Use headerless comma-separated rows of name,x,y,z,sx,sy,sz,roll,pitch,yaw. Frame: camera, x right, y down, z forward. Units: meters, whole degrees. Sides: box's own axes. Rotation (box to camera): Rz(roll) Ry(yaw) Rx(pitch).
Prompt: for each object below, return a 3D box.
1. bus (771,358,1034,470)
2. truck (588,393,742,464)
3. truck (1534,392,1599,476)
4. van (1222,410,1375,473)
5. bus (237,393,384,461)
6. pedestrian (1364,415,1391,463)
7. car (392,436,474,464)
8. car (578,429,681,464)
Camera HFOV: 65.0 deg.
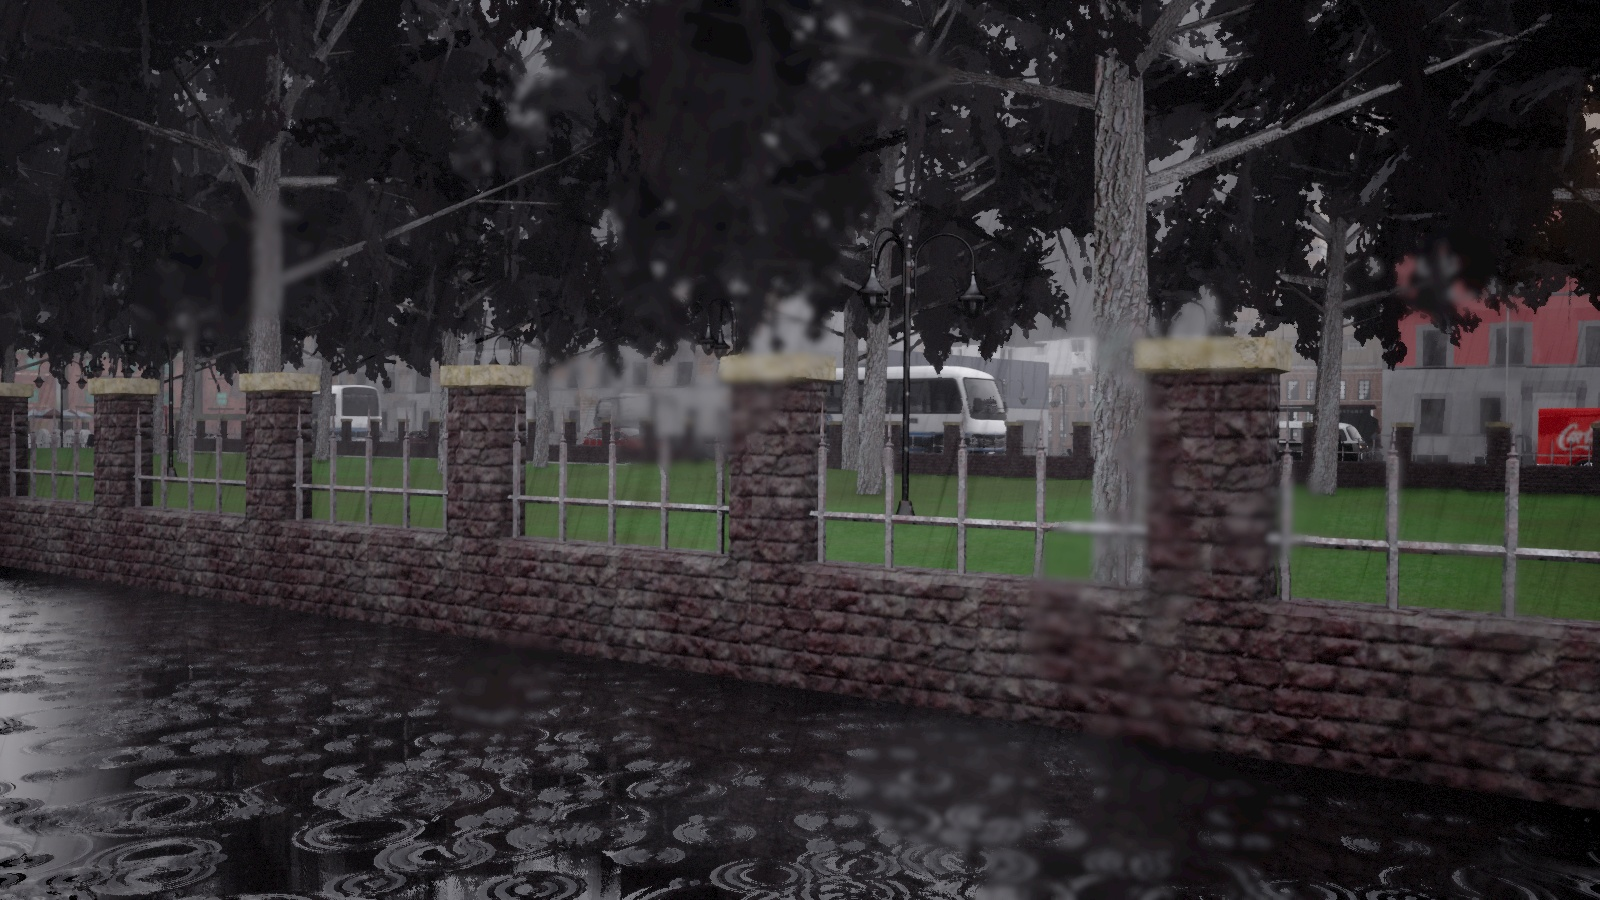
bus,4.093,-1.392,51.998,10.273,4.253,3.944,0,1,36
truck,-7.055,-1.072,64.851,7.936,3.462,2.891,0,1,35
truck,24.907,-0.488,37.226,5.204,2.467,2.627,0,1,36
van,16.983,-0.284,42.855,4.480,2.038,2.069,0,1,35
bus,-32.375,-1.483,82.809,10.273,4.253,3.944,0,1,35
pedestrian,22.865,-0.445,49.732,0.849,1.883,0.563,0,1,38
car,-20.305,-0.006,69.370,4.674,1.442,1.812,0,1,35
car,-8.283,-0.180,60.834,4.611,1.667,2.242,0,1,35
